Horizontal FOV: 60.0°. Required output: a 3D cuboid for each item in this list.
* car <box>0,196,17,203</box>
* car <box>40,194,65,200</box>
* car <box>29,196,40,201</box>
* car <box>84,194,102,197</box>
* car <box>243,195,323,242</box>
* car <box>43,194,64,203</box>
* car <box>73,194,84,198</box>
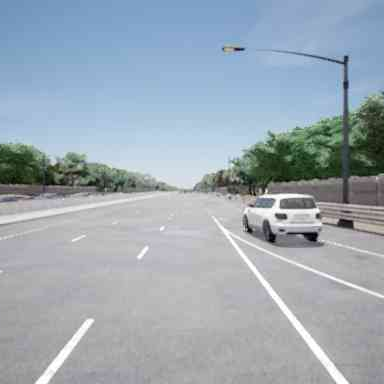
[{"bbox_3d":[-24.585,1.275,42.851,2.033,1.411,5.357,0,0,0],"label":"car"},{"bbox_3d":[-17.593,1.287,43.429,1.994,1.385,4.181,0,0,0],"label":"car"},{"bbox_3d":[-21.086,1.249,46.867,2.033,1.411,5.357,0,0,0],"label":"car"},{"bbox_3d":[-17.586,1.092,60.885,1.882,1.535,5.008,0,0,0],"label":"car"},{"bbox_3d":[4.090,1.134,15.904,2.150,2.045,5.566,0,0,-6],"label":"car"},{"bbox_3d":[-24.585,1.128,59.220,1.837,1.490,4.892,0,0,0],"label":"car"},{"bbox_3d":[-21.073,1.146,63.236,2.033,1.411,5.357,0,1,0],"label":"car"}]
